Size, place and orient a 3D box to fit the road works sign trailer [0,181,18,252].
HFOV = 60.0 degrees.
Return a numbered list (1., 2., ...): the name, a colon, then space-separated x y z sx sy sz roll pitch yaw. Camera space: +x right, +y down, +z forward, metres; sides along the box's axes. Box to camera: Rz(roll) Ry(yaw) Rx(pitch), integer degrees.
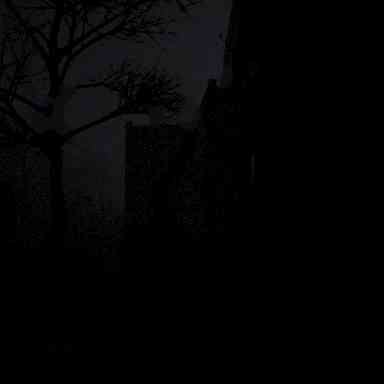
1. road works sign trailer: -7.729 0.942 10.845 3.560 2.380 2.880 -4 2 -9
